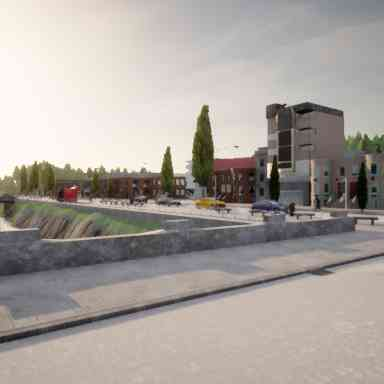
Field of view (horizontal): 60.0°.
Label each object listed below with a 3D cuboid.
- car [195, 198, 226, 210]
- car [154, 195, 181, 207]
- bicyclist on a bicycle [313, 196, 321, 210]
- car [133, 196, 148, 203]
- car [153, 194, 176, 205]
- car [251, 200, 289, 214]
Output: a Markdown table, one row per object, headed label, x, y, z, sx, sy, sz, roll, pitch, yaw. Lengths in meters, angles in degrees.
| label | x | y | z | sx | sy | sz | roll | pitch | yaw |
| --- | --- | --- | --- | --- | --- | --- | --- | --- | --- |
| car | 2.320 | 1.477 | 42.931 | 1.882 | 1.535 | 5.008 | 0 | 0 | -35 |
| car | -3.797 | 1.547 | 51.567 | 2.033 | 1.411 | 5.357 | 0 | 0 | -35 |
| bicyclist on a bicycle | 14.931 | 1.348 | 39.684 | 1.656 | 1.620 | 0.582 | 0 | 0 | -35 |
| car | -10.772 | 1.525 | 68.555 | 1.812 | 1.442 | 4.674 | 0 | 0 | -36 |
| car | -5.044 | 1.351 | 60.515 | 2.097 | 1.767 | 4.553 | 0 | 0 | -36 |
| car | 8.197 | 1.525 | 34.697 | 1.812 | 1.442 | 4.674 | 0 | 0 | -36 |
